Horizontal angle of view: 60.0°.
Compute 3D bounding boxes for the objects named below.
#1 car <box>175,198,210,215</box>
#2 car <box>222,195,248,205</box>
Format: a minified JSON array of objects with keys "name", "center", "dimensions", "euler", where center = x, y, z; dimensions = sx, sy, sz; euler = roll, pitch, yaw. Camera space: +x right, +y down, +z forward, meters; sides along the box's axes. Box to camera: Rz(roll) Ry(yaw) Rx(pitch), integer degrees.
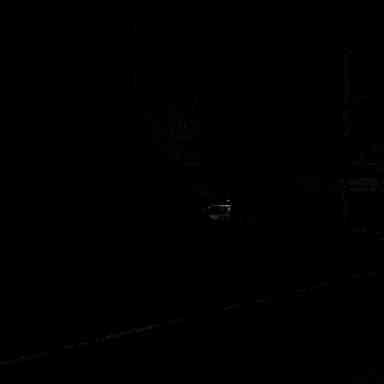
[{"name":"car","center":[-0.052,1.355,32.212],"dimensions":[1.837,1.490,4.892],"euler":[-1,1,-29]},{"name":"car","center":[6.777,1.268,52.428],"dimensions":[4.892,1.490,1.837],"euler":[1,0,-40]}]
